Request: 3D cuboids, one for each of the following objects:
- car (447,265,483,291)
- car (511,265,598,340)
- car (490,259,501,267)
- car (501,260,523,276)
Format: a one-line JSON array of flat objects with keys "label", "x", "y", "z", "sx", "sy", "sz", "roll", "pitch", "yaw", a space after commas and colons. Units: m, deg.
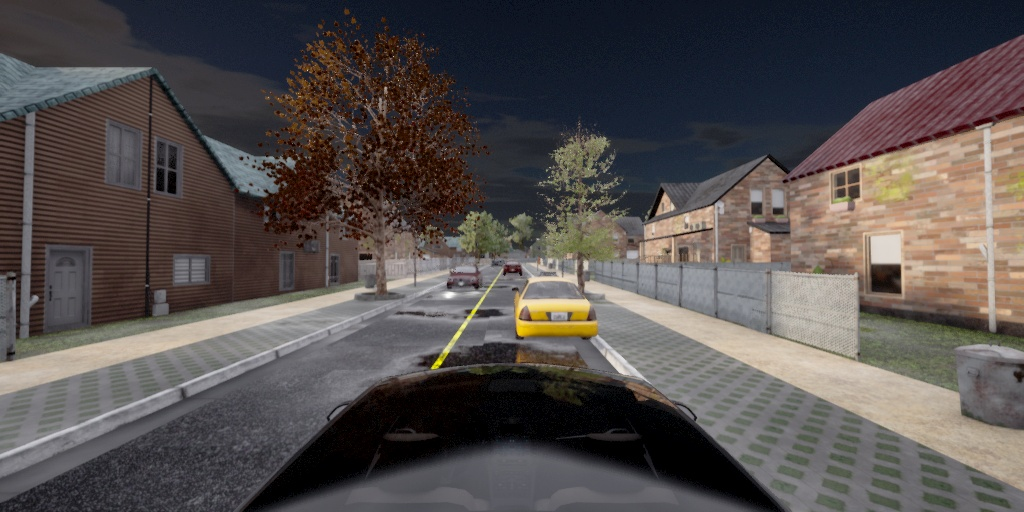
[{"label": "car", "x": -2.832, "y": 1.280, "z": 22.292, "sx": 1.812, "sy": 1.442, "sz": 4.674, "roll": 0, "pitch": 0, "yaw": 0}, {"label": "car", "x": 0.964, "y": 1.206, "z": 9.872, "sx": 1.801, "sy": 1.575, "sz": 5.366, "roll": 0, "pitch": 0, "yaw": 0}, {"label": "car", "x": -2.787, "y": 1.350, "z": 64.866, "sx": 1.994, "sy": 1.385, "sz": 4.181, "roll": 0, "pitch": 0, "yaw": 0}, {"label": "car", "x": 0.084, "y": 1.238, "z": 37.956, "sx": 1.882, "sy": 1.535, "sz": 5.008, "roll": 0, "pitch": 0, "yaw": 1}]
